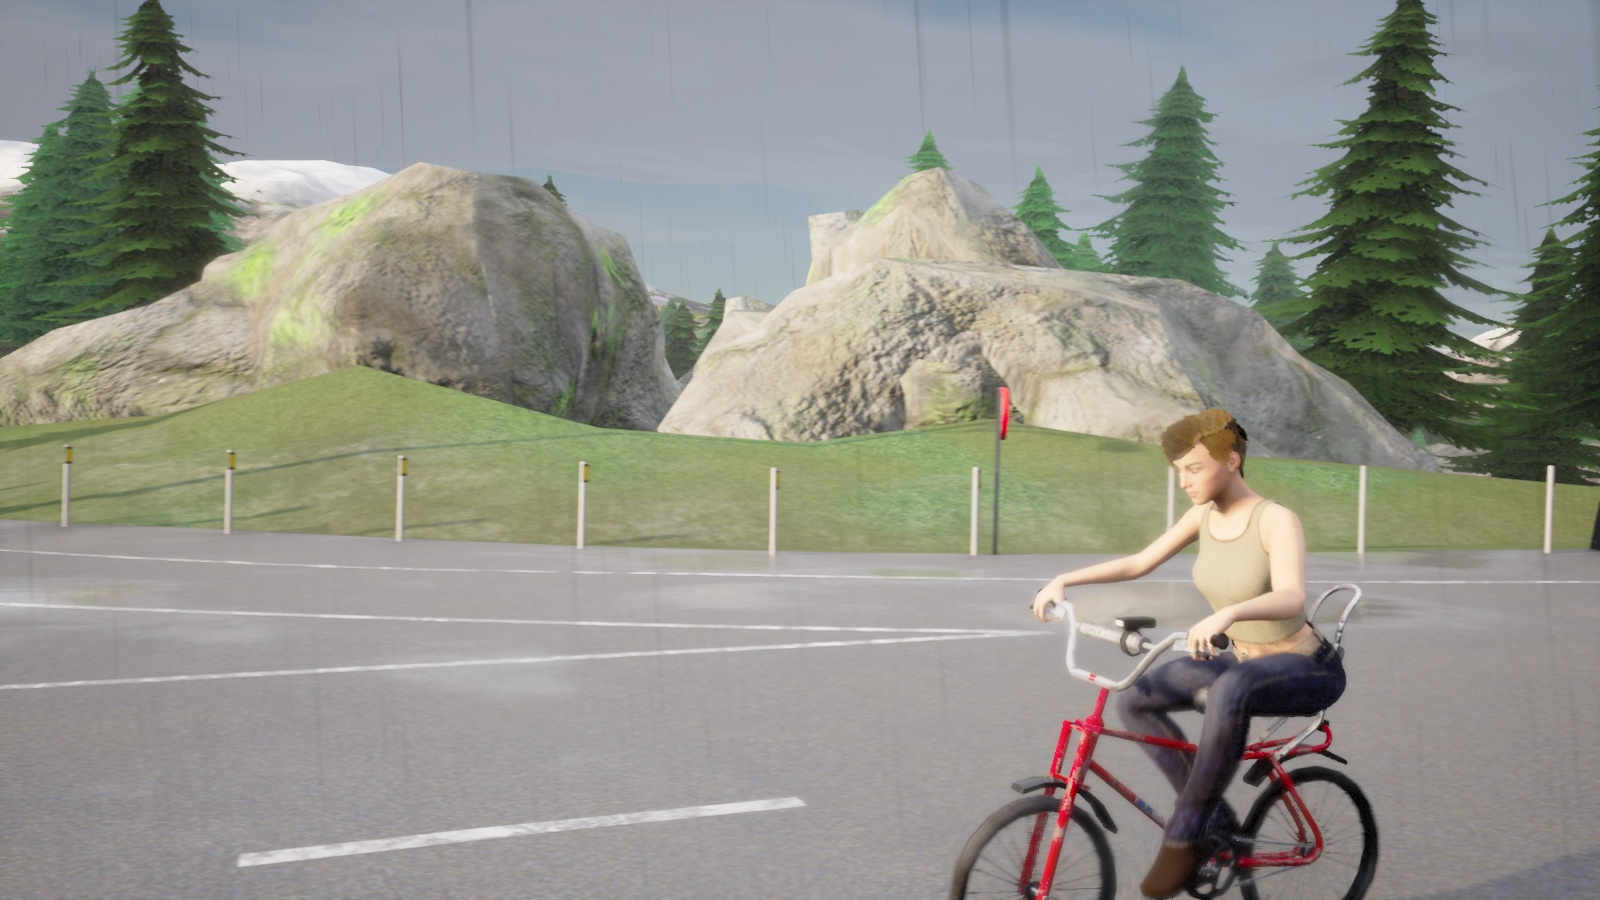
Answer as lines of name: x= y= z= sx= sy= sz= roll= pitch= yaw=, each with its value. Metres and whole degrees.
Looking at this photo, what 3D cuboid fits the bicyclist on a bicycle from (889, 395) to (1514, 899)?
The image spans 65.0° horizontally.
bicyclist on a bicycle: x=1.138 y=0.662 z=3.657 sx=1.509 sy=1.612 sz=0.866 roll=-1 pitch=2 yaw=-20
